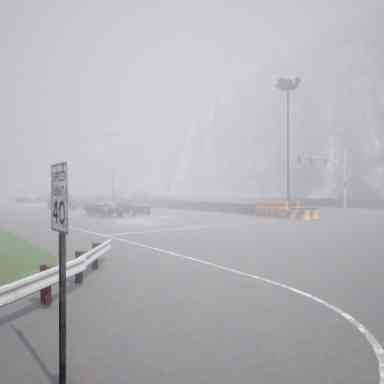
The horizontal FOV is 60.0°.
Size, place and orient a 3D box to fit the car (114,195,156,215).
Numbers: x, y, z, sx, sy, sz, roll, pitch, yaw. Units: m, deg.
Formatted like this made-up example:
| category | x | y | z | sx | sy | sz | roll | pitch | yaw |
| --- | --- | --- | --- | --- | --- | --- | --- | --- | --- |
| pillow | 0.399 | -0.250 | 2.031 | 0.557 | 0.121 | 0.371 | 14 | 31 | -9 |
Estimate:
| category | x | y | z | sx | sy | sz | roll | pitch | yaw |
| --- | --- | --- | --- | --- | --- | --- | --- | --- | --- |
| car | -5.884 | 1.398 | 32.706 | 1.882 | 1.535 | 5.008 | 0 | 0 | -38 |

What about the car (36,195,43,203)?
| category | x | y | z | sx | sy | sz | roll | pitch | yaw |
| --- | --- | --- | --- | --- | --- | --- | --- | --- | --- |
| car | -26.015 | 1.150 | 58.586 | 2.033 | 1.411 | 5.357 | 0 | 1 | -38 |

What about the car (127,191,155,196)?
| category | x | y | z | sx | sy | sz | roll | pitch | yaw |
| --- | --- | --- | --- | --- | --- | --- | --- | --- | --- |
| car | -10.358 | 0.830 | 67.151 | 2.150 | 2.045 | 5.566 | 0 | 1 | -38 |

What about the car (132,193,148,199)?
| category | x | y | z | sx | sy | sz | roll | pitch | yaw |
| --- | --- | --- | --- | --- | --- | --- | --- | --- | --- |
| car | -12.687 | 0.901 | 81.340 | 1.812 | 1.442 | 4.674 | 0 | 1 | -38 |

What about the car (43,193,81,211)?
| category | x | y | z | sx | sy | sz | roll | pitch | yaw |
| --- | --- | --- | --- | --- | --- | --- | --- | --- | --- |
| car | -15.324 | 1.092 | 39.073 | 2.150 | 2.045 | 5.566 | 0 | 1 | -38 |

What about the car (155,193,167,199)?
| category | x | y | z | sx | sy | sz | roll | pitch | yaw |
| --- | --- | --- | --- | --- | --- | --- | --- | --- | --- |
| car | -7.898 | 0.950 | 69.524 | 2.097 | 1.767 | 4.553 | 0 | 1 | -38 |

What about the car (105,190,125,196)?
| category | x | y | z | sx | sy | sz | roll | pitch | yaw |
| --- | --- | --- | --- | --- | --- | --- | --- | --- | --- |
| car | -16.843 | 0.660 | 75.288 | 2.150 | 2.045 | 5.566 | 0 | 1 | -38 |

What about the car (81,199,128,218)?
| category | x | y | z | sx | sy | sz | roll | pitch | yaw |
| --- | --- | --- | --- | --- | --- | --- | --- | --- | --- |
| car | -7.839 | 1.534 | 29.534 | 1.895 | 1.301 | 4.718 | 0 | 0 | -38 |

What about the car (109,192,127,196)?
| category | x | y | z | sx | sy | sz | roll | pitch | yaw |
| --- | --- | --- | --- | --- | --- | --- | --- | --- | --- |
| car | -14.527 | 1.182 | 66.803 | 1.895 | 1.301 | 4.718 | 0 | 1 | -38 |

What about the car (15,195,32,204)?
| category | x | y | z | sx | sy | sz | roll | pitch | yaw |
| --- | --- | --- | --- | --- | --- | --- | --- | --- | --- |
| car | -28.099 | 1.228 | 55.548 | 1.895 | 1.301 | 4.718 | 0 | 1 | -37 |

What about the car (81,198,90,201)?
| category | x | y | z | sx | sy | sz | roll | pitch | yaw |
| --- | --- | --- | --- | --- | --- | --- | --- | --- | --- |
| car | -13.311 | 1.459 | 42.182 | 1.895 | 1.301 | 4.718 | 0 | 1 | -38 |

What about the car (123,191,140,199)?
| category | x | y | z | sx | sy | sz | roll | pitch | yaw |
| --- | --- | --- | --- | --- | --- | --- | --- | --- | --- |
| car | -14.058 | 0.740 | 77.407 | 2.097 | 1.767 | 4.553 | 0 | 1 | -38 |

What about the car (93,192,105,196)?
| category | x | y | z | sx | sy | sz | roll | pitch | yaw |
| --- | --- | --- | --- | --- | --- | --- | --- | --- | --- |
| car | -20.870 | 0.757 | 74.765 | 2.097 | 1.767 | 4.553 | 0 | 1 | -38 |

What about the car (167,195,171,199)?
| category | x | y | z | sx | sy | sz | roll | pitch | yaw |
| --- | --- | --- | --- | --- | --- | --- | --- | --- | --- |
| car | -6.701 | 1.147 | 73.693 | 1.895 | 1.301 | 4.718 | 0 | 1 | -38 |
